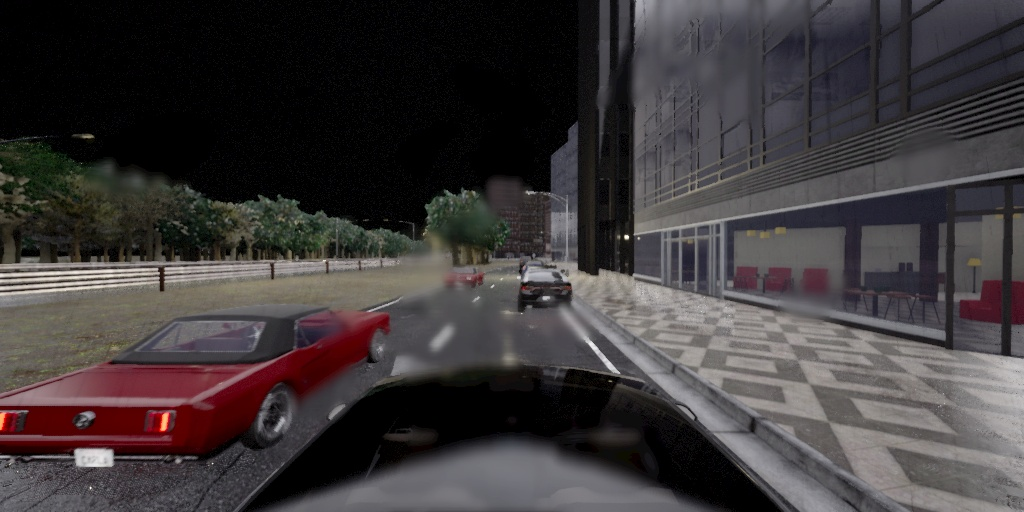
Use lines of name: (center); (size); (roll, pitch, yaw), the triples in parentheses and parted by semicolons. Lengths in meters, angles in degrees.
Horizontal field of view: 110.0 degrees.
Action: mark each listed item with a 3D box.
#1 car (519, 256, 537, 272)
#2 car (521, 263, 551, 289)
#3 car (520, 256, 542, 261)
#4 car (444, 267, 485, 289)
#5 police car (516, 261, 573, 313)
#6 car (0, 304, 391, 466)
car: (2.230, 0.975, 48.541); (2.150, 2.045, 5.566); (0, 0, 6)
car: (1.568, 1.269, 23.990); (1.812, 1.442, 4.674); (0, 0, 3)
car: (1.874, 1.095, 29.878); (2.097, 1.767, 4.553); (0, 0, 3)
car: (-2.906, 1.342, 22.983); (1.895, 1.301, 4.718); (0, 0, 2)
police car: (1.214, 1.169, 14.232); (1.930, 1.638, 5.238); (0, 0, 1)
car: (-3.364, 1.349, 5.130); (1.895, 1.301, 4.718); (0, 0, 0)
